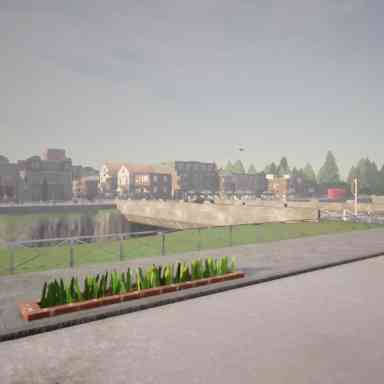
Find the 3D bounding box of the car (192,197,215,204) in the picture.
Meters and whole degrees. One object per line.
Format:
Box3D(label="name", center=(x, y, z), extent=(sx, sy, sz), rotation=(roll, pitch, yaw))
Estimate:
Box3D(label="car", center=(1.906, 1.530, 55.290), extent=(1.812, 1.442, 4.674), rotation=(0, 0, -35))
